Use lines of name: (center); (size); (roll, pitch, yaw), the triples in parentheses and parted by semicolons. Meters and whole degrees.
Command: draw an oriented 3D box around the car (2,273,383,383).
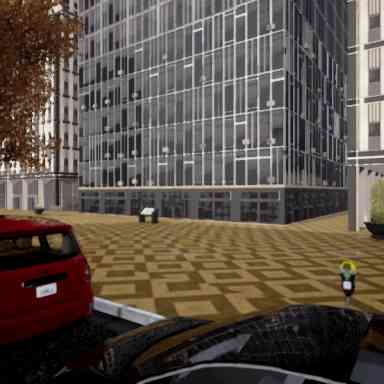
car: (0.734, 1.566, 2.353); (4.313, 1.339, 1.947); (0, 0, 35)

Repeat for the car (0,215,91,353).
car: (-3.768, 1.314, 5.552); (5.009, 1.841, 2.192); (0, 0, 35)
